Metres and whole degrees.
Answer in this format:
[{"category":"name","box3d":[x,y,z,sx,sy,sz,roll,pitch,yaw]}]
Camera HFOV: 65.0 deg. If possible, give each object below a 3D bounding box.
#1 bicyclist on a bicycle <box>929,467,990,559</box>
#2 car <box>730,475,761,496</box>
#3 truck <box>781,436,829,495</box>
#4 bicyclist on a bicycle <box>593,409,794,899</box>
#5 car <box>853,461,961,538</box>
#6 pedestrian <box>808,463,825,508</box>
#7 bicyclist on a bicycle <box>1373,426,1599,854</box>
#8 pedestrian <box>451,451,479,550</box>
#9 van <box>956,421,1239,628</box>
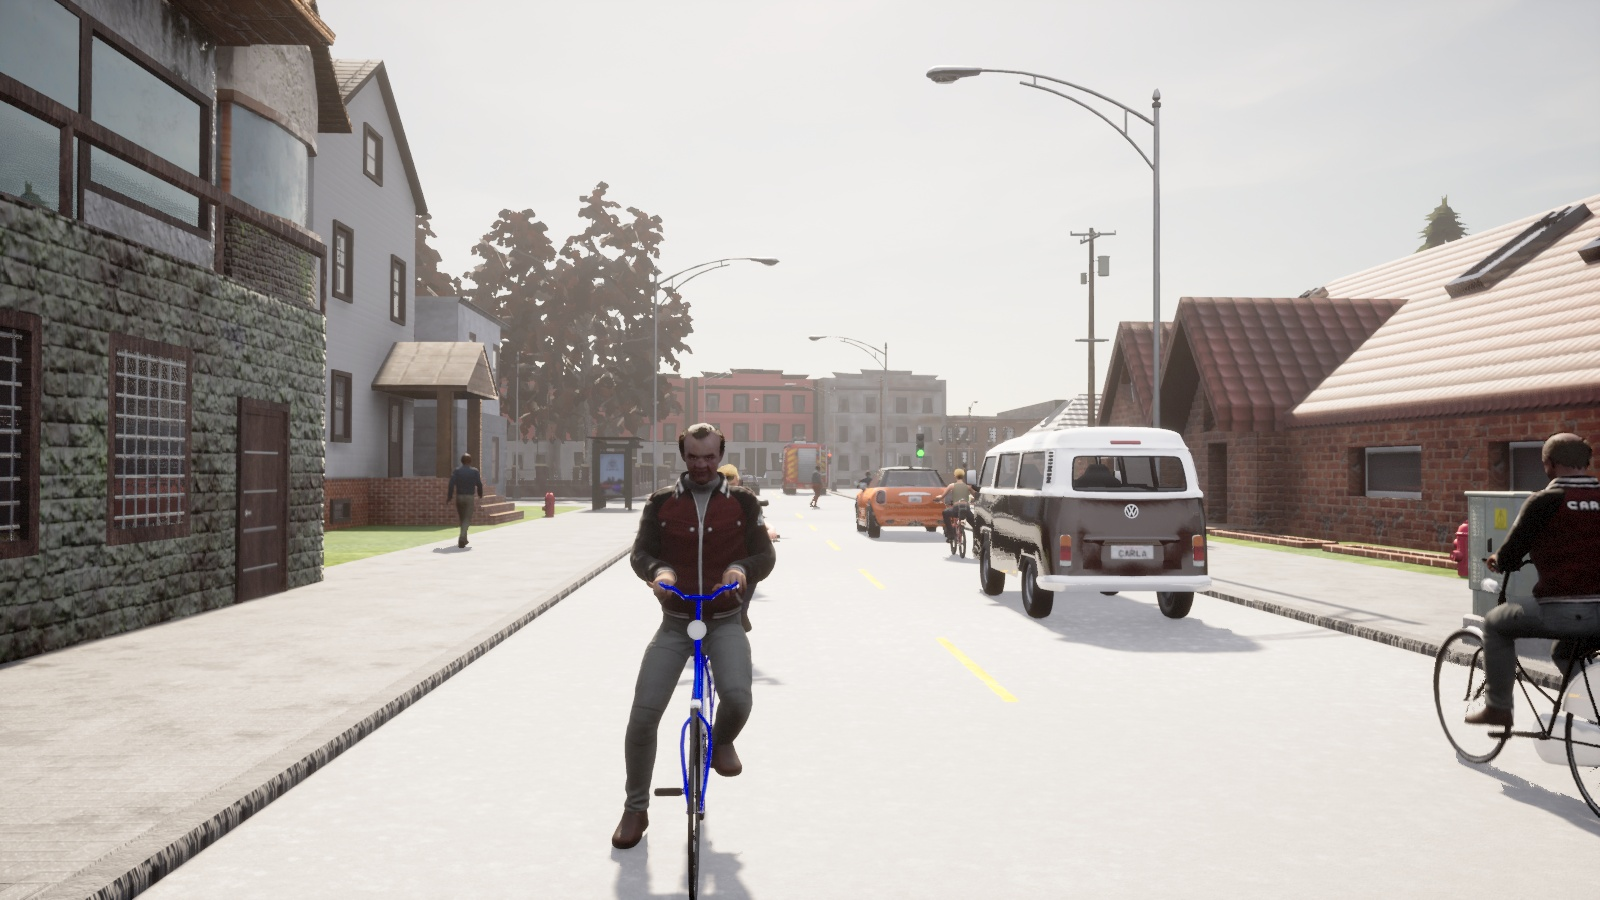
[{"category":"bicyclist on a bicycle","box3d":[2.899,1.124,22.953,0.866,1.612,1.509,0,-1,-2]},{"category":"car","box3d":[-3.554,2.286,80.992,1.895,1.301,4.718,0,-1,-4]},{"category":"truck","box3d":[0.277,1.104,86.920,2.891,3.827,8.468,0,-1,-2]},{"category":"bicyclist on a bicycle","box3d":[-0.398,0.772,5.058,0.659,1.776,1.843,0,-1,-3]},{"category":"car","box3d":[2.563,1.185,31.191,2.097,1.767,4.553,0,-1,-3]},{"category":"pedestrian","box3d":[0.696,1.475,52.130,0.614,1.847,0.353,0,-1,-30]},{"category":"bicyclist on a bicycle","box3d":[3.590,0.771,6.137,0.659,1.776,1.843,0,1,-2]},{"category":"pedestrian","box3d":[-6.327,0.947,23.728,0.370,1.835,0.726,0,-1,-3]},{"category":"van","box3d":[3.239,0.772,14.712,2.069,2.038,4.480,0,-1,-2]}]
